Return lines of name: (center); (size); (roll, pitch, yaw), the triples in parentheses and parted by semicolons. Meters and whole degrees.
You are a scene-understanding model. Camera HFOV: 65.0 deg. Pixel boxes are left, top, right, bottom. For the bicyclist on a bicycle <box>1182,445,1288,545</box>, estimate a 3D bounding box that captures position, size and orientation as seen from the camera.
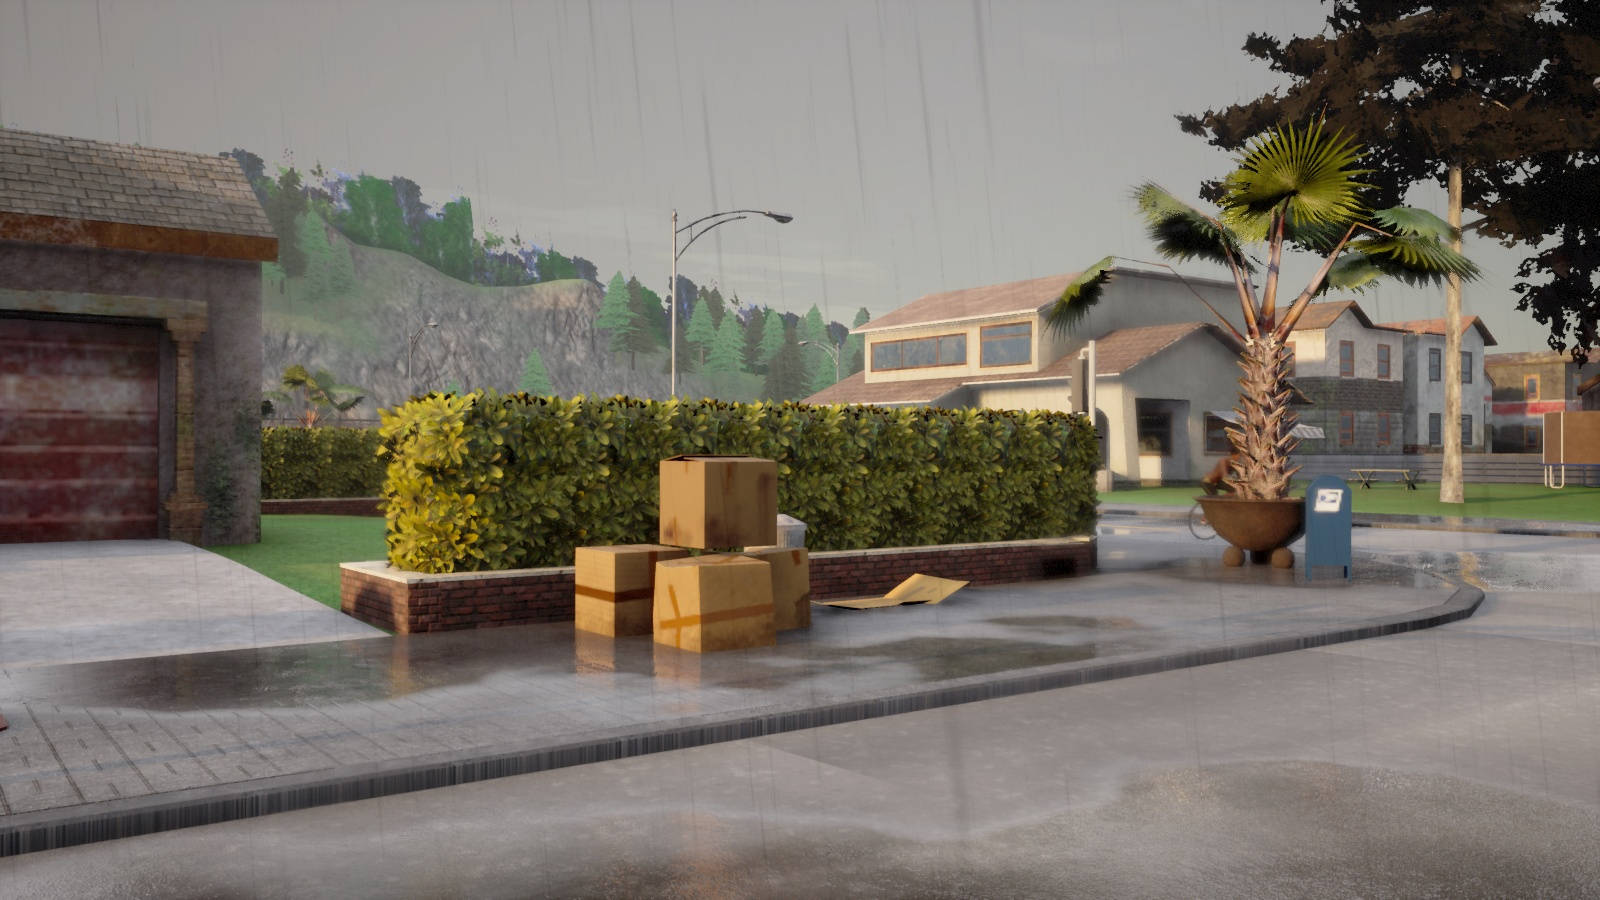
bicyclist on a bicycle: (7.314, 0.734, 21.185); (0.582, 1.620, 1.656); (0, 0, -36)
